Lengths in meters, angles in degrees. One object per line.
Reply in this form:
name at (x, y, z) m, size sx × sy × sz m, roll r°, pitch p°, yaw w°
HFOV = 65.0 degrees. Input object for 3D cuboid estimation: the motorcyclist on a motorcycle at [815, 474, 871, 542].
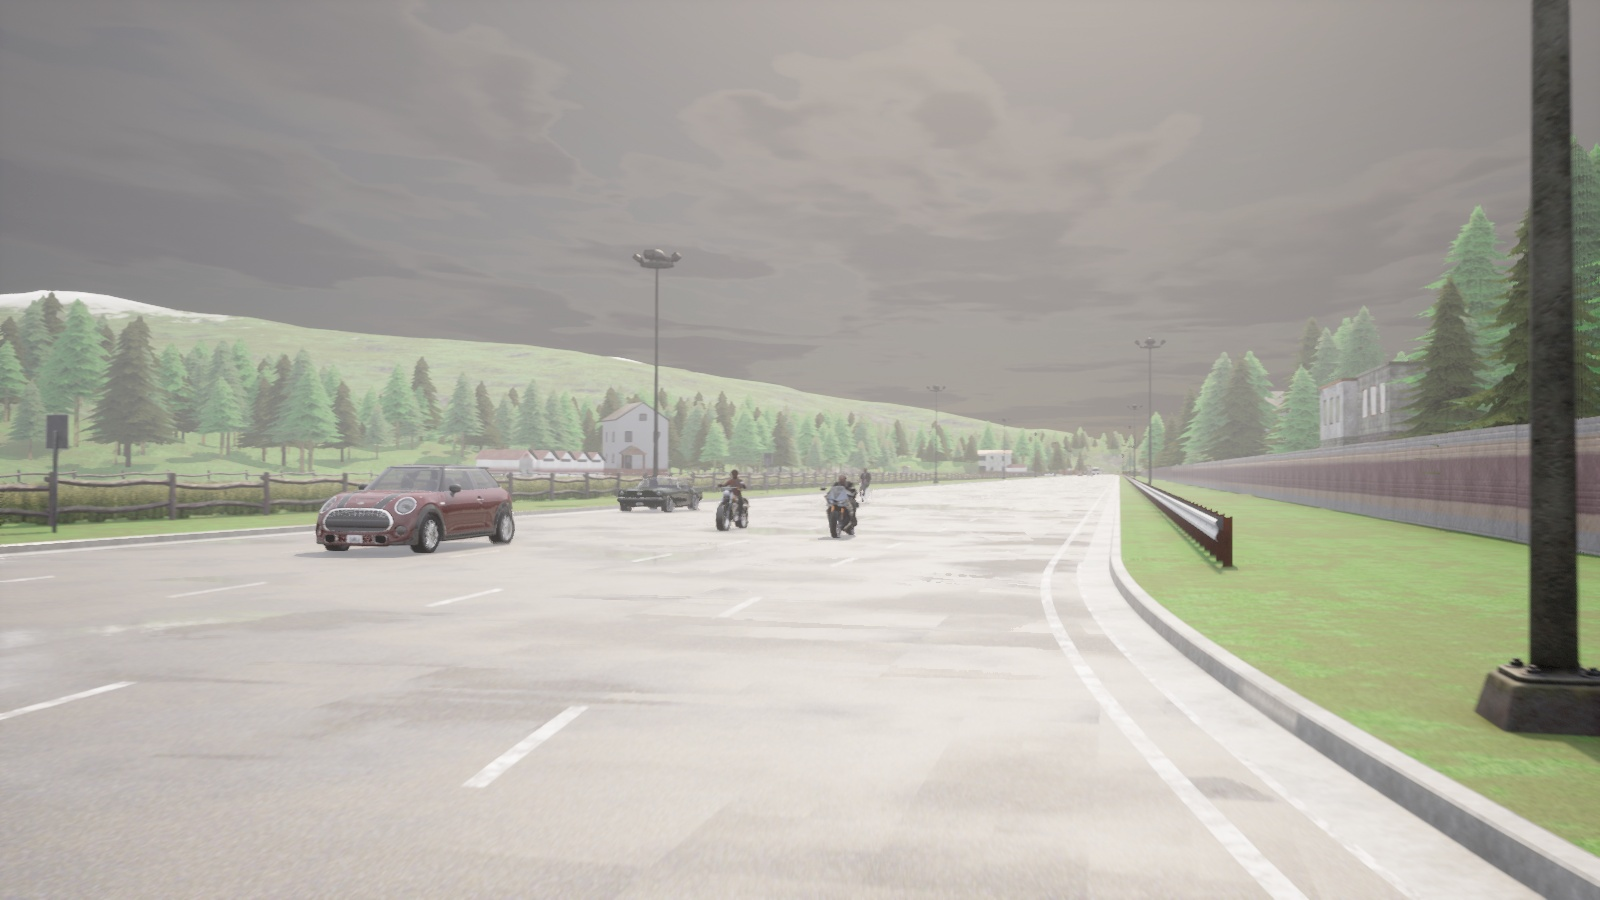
motorcyclist on a motorcycle at (1.045, 1.345, 29.817) m, size 0.866 × 1.530 × 2.191 m, roll 0°, pitch -1°, yaw 14°

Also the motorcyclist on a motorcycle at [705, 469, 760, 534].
motorcyclist on a motorcycle at (-1.750, 1.324, 33.020) m, size 0.766 × 1.649 × 2.350 m, roll 0°, pitch -1°, yaw 14°

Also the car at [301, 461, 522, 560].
car at (-7.463, 1.111, 24.680) m, size 2.097 × 1.767 × 4.553 m, roll 0°, pitch -1°, yaw 14°

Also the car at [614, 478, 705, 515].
car at (-5.246, 1.730, 47.617) m, size 1.895 × 1.301 × 4.718 m, roll 0°, pitch -1°, yaw 14°
